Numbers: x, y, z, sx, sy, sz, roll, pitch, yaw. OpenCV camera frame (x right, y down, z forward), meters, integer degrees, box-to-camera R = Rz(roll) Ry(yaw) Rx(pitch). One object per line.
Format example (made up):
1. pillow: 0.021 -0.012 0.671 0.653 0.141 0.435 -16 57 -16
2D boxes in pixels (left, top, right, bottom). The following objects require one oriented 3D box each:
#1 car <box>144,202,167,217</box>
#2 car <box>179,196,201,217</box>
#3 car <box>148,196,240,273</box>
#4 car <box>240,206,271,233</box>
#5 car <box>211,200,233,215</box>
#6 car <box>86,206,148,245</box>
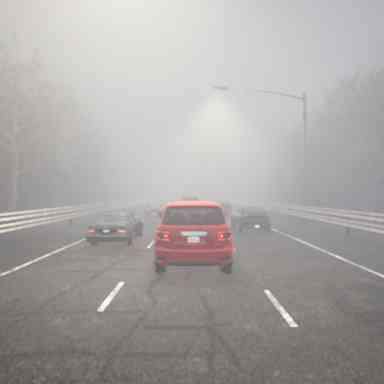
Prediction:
1. car: -3.680 1.793 34.390 1.895 1.301 4.718 0 0 -1
2. car: -0.189 1.417 35.135 2.150 2.045 5.566 0 0 -1
3. car: 0.039 1.289 10.996 2.150 2.045 5.566 0 0 0
4. car: 3.487 1.621 20.319 1.837 1.490 4.892 0 -1 0
5. car: 3.277 1.684 37.243 1.882 1.535 5.008 0 0 -1
6. car: -3.477 1.640 15.902 2.033 1.411 5.357 0 0 0
